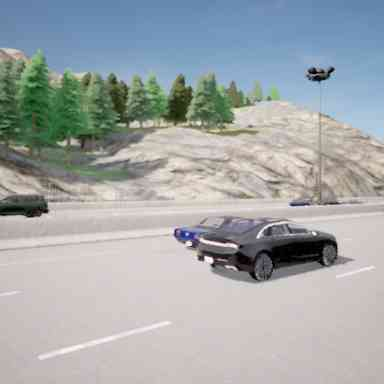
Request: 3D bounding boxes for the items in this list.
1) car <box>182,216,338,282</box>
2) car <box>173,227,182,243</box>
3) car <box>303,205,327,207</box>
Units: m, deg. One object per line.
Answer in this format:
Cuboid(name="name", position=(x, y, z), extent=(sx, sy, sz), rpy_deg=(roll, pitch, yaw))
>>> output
Cuboid(name="car", position=(2.392, 1.504, 9.851), extent=(4.902, 1.511, 2.128), rpy_deg=(0, 0, -36))
Cuboid(name="car", position=(1.685, 1.619, 13.648), extent=(4.718, 1.301, 1.895), rpy_deg=(0, 0, -36))
Cuboid(name="car", position=(16.678, 1.395, 42.104), extent=(4.553, 1.767, 2.097), rpy_deg=(0, 0, -36))
